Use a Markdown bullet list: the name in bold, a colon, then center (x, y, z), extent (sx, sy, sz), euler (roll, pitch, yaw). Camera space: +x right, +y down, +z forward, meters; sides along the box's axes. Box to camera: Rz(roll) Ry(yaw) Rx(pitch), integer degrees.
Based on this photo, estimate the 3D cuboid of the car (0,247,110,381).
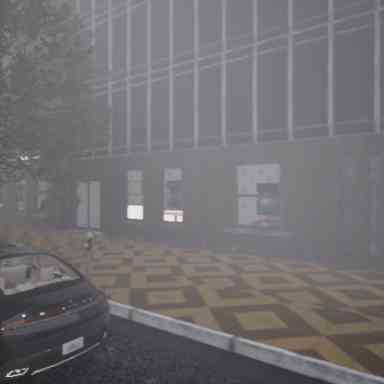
- **car**: center (-3.156, 1.532, 5.103), extent (4.403, 1.369, 2.008), euler (0, 0, 35)
